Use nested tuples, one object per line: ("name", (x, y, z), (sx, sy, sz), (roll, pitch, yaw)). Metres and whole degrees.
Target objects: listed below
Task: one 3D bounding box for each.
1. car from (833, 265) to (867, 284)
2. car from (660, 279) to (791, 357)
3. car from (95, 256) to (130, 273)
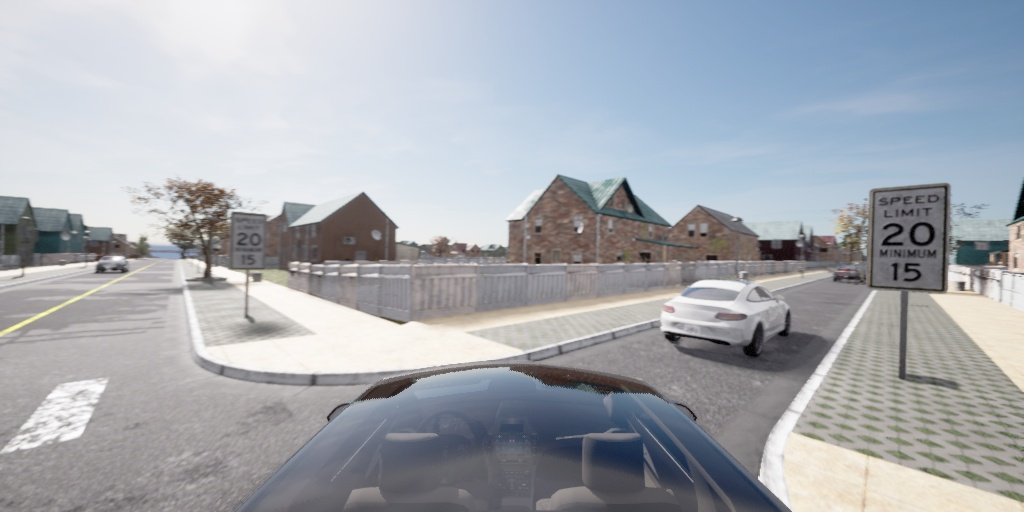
("car", (29.011, 1.484, 30.791), (4.902, 1.511, 2.128), (1, 1, -43))
("car", (5.264, 1.294, 8.691), (4.674, 1.442, 1.812), (1, 1, -43))
("car", (-36.836, 0.762, 33.131), (2.128, 1.511, 4.902), (2, -1, -43))
